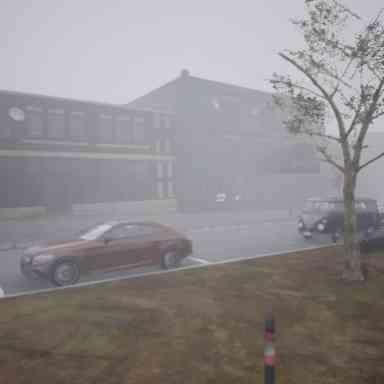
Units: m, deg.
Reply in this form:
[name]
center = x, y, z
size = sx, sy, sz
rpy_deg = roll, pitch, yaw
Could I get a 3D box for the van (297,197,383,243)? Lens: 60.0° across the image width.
[van]
center = 6.822, 1.227, 15.580
size = 4.442, 1.987, 1.878
rpy_deg = 0, 0, -33

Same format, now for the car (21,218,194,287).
[car]
center = -2.099, 1.470, 9.194
size = 4.674, 1.452, 2.002
rpy_deg = 0, 0, -35
